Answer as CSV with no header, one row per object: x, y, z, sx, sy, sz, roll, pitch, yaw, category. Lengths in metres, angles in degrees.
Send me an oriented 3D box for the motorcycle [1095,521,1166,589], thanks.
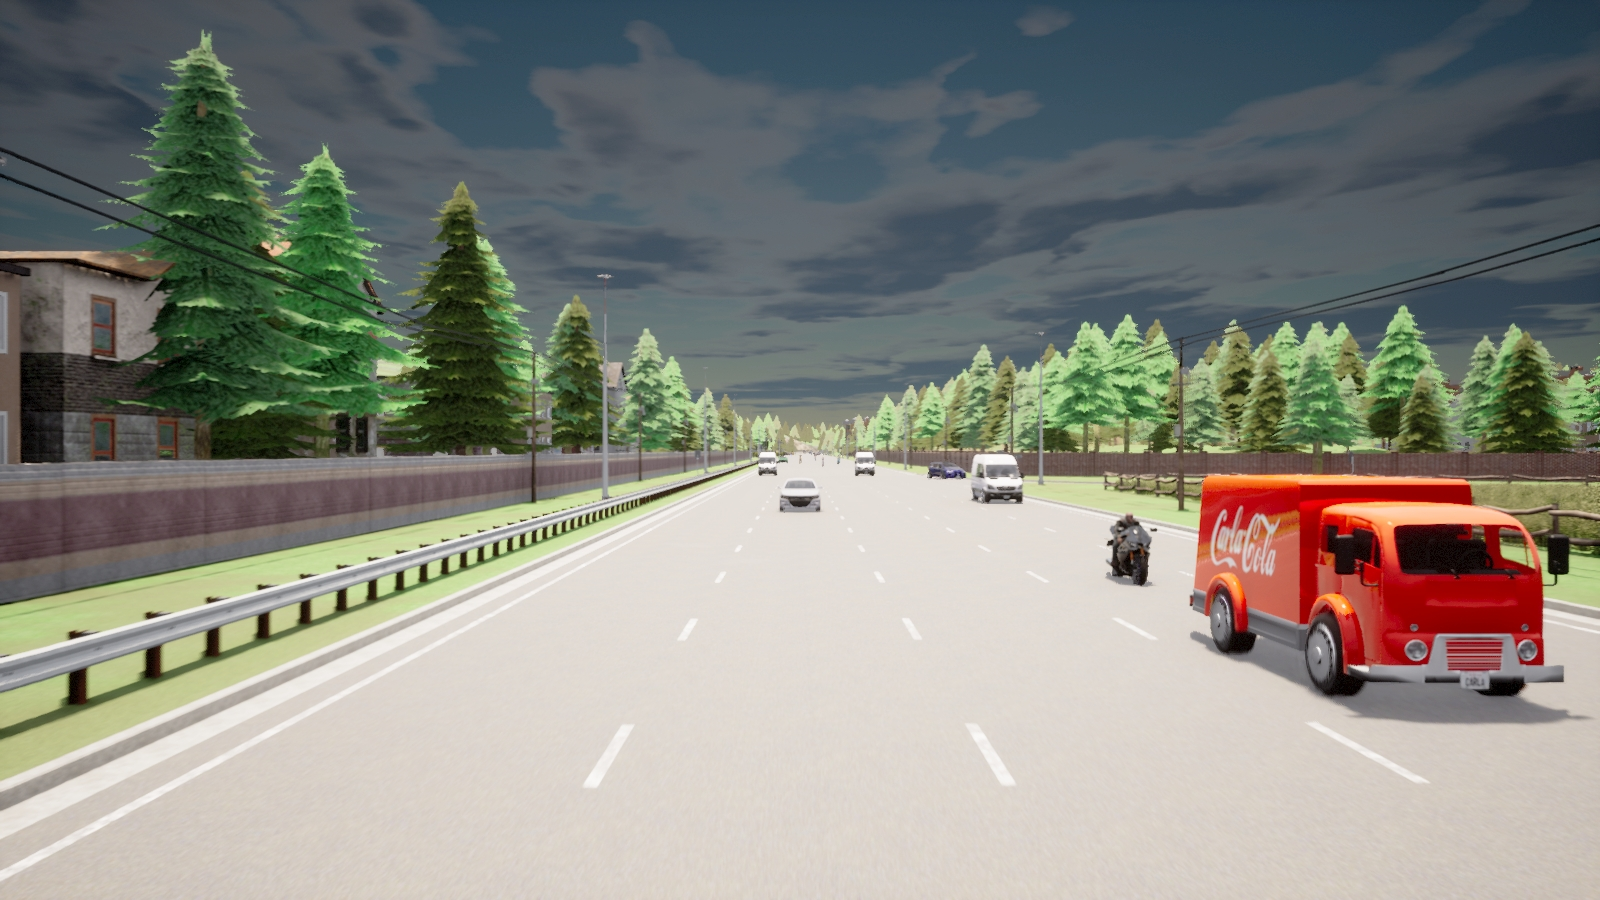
6.999,2.205,24.330,0.867,1.251,2.209,0,0,0,motorcycle

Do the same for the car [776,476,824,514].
0.003,2.035,52.775,2.097,1.535,5.006,0,0,0,car

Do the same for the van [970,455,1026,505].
10.499,1.535,61.039,1.988,2.561,5.915,0,0,0,van

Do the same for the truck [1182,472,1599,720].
7.007,1.568,14.457,2.627,2.467,5.204,0,0,0,truck
